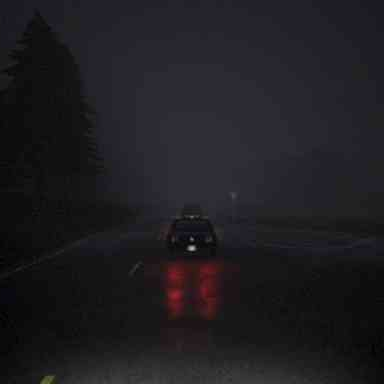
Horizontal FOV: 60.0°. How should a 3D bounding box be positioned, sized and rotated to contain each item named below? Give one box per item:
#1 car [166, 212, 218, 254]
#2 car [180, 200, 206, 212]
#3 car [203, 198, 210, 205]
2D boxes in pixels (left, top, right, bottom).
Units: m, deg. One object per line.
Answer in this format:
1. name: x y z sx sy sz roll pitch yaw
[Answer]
1. car: 0.001 1.734 14.108 1.895 1.301 4.718 0 0 0
2. car: 0.001 1.782 29.293 1.837 1.490 4.892 0 0 0
3. car: 2.961 2.135 72.718 1.816 1.474 4.193 -6 0 -2
